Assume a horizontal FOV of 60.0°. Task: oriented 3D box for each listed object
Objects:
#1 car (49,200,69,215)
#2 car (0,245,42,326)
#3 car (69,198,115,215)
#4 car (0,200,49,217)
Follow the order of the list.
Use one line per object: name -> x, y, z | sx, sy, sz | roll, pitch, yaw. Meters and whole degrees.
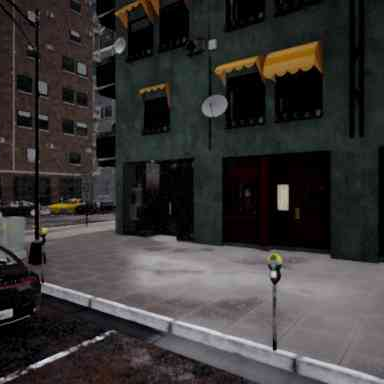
car -> -10.985, 1.231, 30.512 | 1.752, 1.417, 4.829 | 1, 1, 35
car -> -4.501, 1.547, 6.079 | 4.403, 1.369, 2.008 | 0, 0, 35
car -> -8.345, 1.258, 29.789 | 1.994, 1.385, 4.181 | 0, 1, 35
car -> -14.073, 1.331, 26.085 | 2.008, 1.369, 4.403 | 1, 1, 35
